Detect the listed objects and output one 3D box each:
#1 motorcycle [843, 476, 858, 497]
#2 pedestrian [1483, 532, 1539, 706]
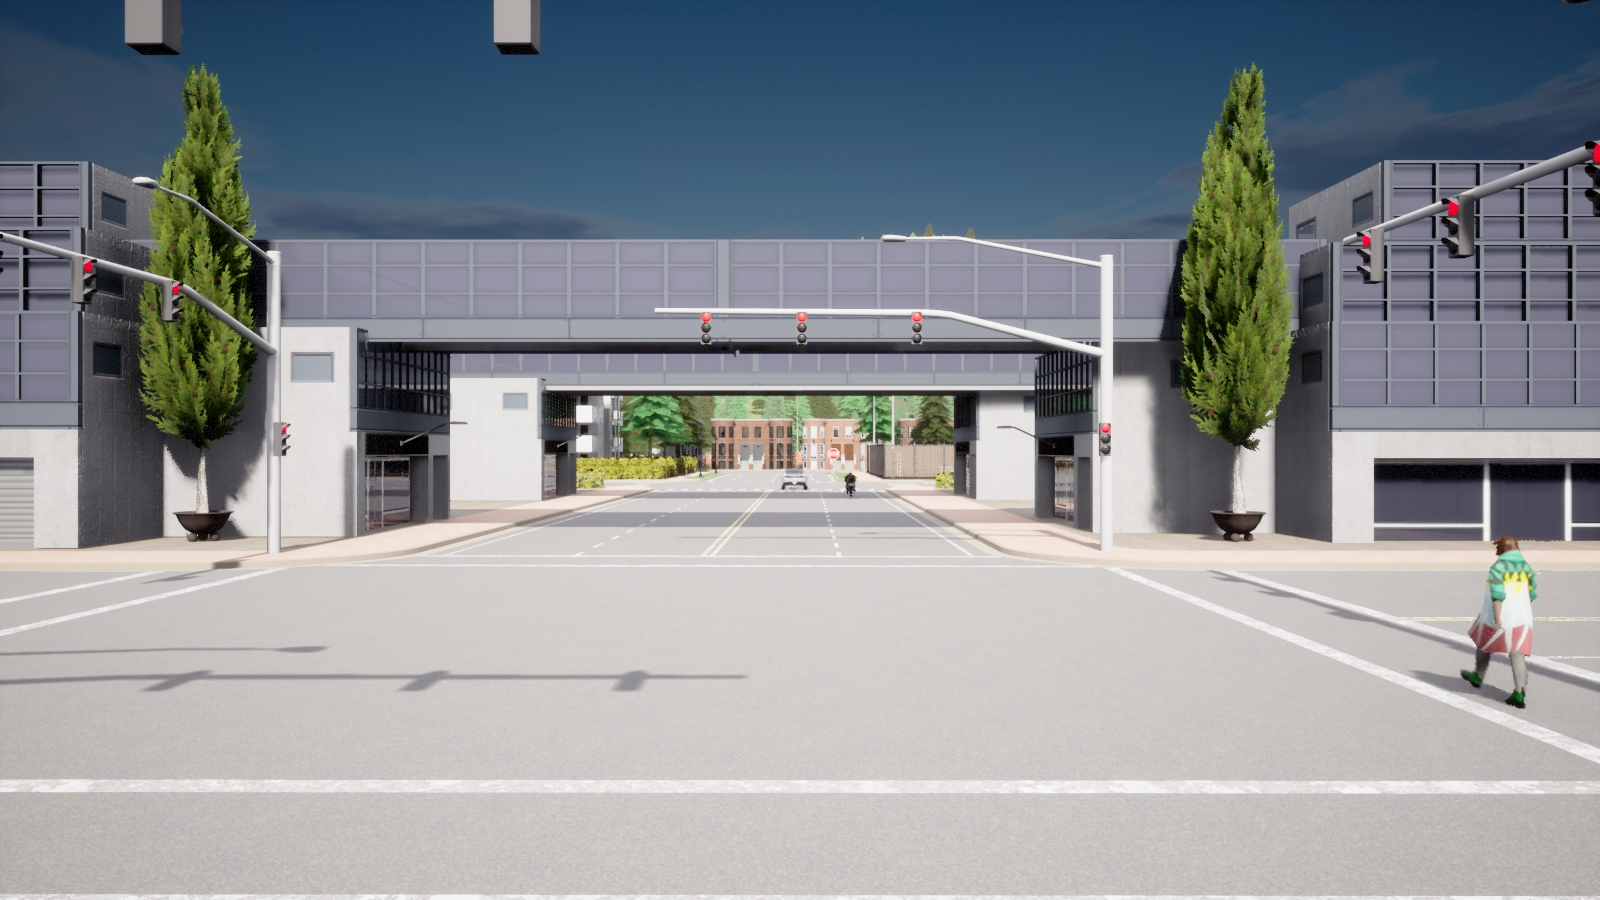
[{"bbox_3d":[3.070,2.205,69.611,0.867,1.251,2.209,0,0,0],"label":"motorcycle"},{"bbox_3d":[7.834,1.848,12.595,0.375,1.860,0.375,0,0,-2],"label":"pedestrian"}]
